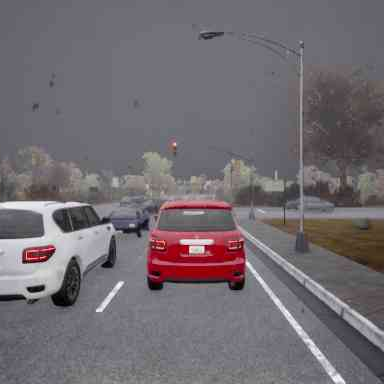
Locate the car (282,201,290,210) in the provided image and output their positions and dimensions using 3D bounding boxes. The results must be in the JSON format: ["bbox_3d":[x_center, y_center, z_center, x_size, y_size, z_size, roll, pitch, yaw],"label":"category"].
[{"bbox_3d":[13.549,1.353,41.070,4.553,1.767,2.097,0,0,3],"label":"car"}]

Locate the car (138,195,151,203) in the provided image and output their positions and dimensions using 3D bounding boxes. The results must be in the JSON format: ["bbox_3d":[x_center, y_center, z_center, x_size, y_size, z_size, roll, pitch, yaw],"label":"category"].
[{"bbox_3d":[-10.557,1.525,74.511,2.128,1.511,4.902,0,0,0],"label":"car"}]

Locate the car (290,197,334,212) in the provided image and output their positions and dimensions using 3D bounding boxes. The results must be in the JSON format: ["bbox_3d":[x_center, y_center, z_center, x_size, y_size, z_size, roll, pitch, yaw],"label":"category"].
[{"bbox_3d":[13.748,1.564,37.553,4.181,1.385,1.994,0,0,3],"label":"car"}]

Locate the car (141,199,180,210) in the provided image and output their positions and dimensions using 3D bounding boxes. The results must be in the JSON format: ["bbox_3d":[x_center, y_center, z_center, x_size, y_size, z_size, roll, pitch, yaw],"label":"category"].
[{"bbox_3d":[-3.918,1.601,42.038,4.718,1.301,1.895,0,0,3],"label":"car"}]

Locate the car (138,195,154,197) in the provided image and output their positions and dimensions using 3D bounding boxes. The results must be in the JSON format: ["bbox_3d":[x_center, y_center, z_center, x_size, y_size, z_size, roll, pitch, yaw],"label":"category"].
[{"bbox_3d":[-7.123,1.547,54.533,2.033,1.411,5.357,0,0,0],"label":"car"}]

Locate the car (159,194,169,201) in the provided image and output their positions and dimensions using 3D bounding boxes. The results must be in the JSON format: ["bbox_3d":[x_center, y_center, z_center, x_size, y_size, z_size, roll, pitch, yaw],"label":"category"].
[{"bbox_3d":[-7.063,1.355,84.192,2.097,1.767,4.553,0,0,0],"label":"car"}]

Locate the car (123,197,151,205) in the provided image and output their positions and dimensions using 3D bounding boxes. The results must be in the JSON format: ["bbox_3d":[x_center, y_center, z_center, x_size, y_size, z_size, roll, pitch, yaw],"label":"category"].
[{"bbox_3d":[-3.885,1.505,32.519,1.837,1.490,4.892,-2,-2,42],"label":"car"}]

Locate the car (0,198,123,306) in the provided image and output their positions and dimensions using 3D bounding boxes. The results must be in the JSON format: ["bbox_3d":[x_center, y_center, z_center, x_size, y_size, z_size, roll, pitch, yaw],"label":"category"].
[{"bbox_3d":[-3.406,1.221,8.133,2.150,2.045,5.566,0,0,0],"label":"car"}]

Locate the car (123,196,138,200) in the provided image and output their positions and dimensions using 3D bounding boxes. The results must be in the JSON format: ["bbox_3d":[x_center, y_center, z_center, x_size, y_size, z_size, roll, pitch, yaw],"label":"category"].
[{"bbox_3d":[-10.629,1.505,54.926,1.837,1.490,4.892,0,0,0],"label":"car"}]

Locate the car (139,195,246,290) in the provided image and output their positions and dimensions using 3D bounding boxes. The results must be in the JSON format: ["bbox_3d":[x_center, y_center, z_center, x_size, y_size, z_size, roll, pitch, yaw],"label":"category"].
[{"bbox_3d":[0.091,1.221,9.194,2.150,2.045,5.566,0,0,0],"label":"car"}]

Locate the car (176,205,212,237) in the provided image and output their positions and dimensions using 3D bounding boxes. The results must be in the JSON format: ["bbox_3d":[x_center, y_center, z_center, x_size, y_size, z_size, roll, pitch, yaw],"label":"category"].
[{"bbox_3d":[0.086,1.526,18.888,1.812,1.442,4.674,0,0,0],"label":"car"}]

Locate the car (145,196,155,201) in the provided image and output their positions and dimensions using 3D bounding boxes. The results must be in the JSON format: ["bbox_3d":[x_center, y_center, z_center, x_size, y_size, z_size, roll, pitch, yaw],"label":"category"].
[{"bbox_3d":[-10.563,1.595,84.557,1.895,1.301,4.718,0,0,0],"label":"car"}]

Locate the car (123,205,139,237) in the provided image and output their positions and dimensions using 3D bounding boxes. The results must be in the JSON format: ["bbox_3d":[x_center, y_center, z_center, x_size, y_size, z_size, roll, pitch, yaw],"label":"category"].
[{"bbox_3d":[-3.413,1.601,17.901,1.895,1.301,4.718,0,0,0],"label":"car"}]

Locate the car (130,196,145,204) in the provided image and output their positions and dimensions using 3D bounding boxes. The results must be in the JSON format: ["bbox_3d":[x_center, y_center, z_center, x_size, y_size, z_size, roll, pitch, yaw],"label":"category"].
[{"bbox_3d":[-10.589,1.547,64.669,2.033,1.411,5.357,0,0,1],"label":"car"}]
